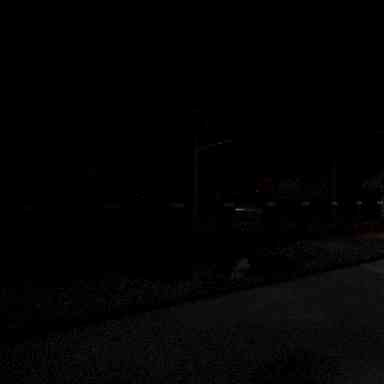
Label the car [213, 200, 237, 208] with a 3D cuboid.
[{"bbox_3d":[4.995,1.926,51.811,1.994,1.385,4.181,1,-1,-35],"label":"car"}]
